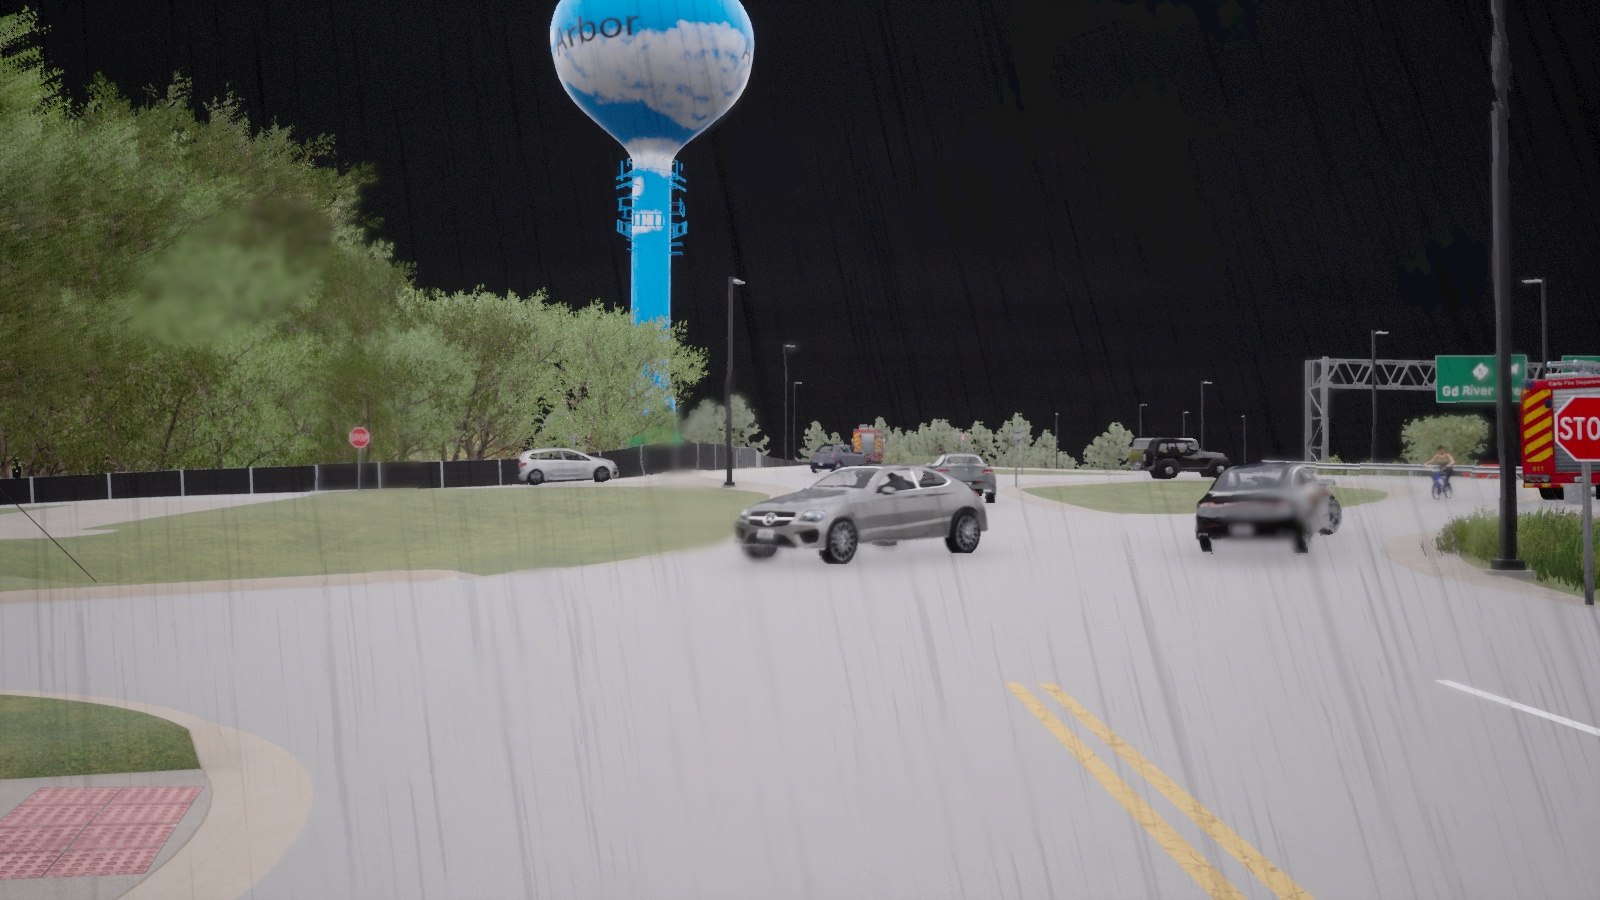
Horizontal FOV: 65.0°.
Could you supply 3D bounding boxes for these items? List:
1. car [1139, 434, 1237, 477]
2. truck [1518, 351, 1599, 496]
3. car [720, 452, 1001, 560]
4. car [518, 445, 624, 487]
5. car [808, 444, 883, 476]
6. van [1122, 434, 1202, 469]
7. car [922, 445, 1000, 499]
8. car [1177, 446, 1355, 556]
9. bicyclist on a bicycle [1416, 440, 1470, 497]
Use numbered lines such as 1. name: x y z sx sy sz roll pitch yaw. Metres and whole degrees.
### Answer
1. car: 17.696 0.230 57.411 3.866 1.878 1.905 -1 1 0
2. truck: 23.939 -0.758 36.522 8.468 3.827 2.891 -1 -1 -44
3. car: 1.195 0.921 22.431 5.027 1.651 2.152 -1 -1 -45
4. car: -10.530 0.730 57.590 4.611 1.667 2.242 -3 0 -13
5. car: 2.300 0.456 63.137 1.845 1.501 3.633 1 2 43
6. van: 21.293 0.116 74.012 1.775 1.987 4.442 1 -1 -33
7. car: 5.465 0.699 43.334 2.152 1.651 5.027 0 1 1
8. car: 8.755 0.881 23.286 2.128 1.511 4.902 -3 2 31
9. bicyclist on a bicycle: 18.823 0.537 36.752 1.509 1.612 0.866 -2 -1 -44
